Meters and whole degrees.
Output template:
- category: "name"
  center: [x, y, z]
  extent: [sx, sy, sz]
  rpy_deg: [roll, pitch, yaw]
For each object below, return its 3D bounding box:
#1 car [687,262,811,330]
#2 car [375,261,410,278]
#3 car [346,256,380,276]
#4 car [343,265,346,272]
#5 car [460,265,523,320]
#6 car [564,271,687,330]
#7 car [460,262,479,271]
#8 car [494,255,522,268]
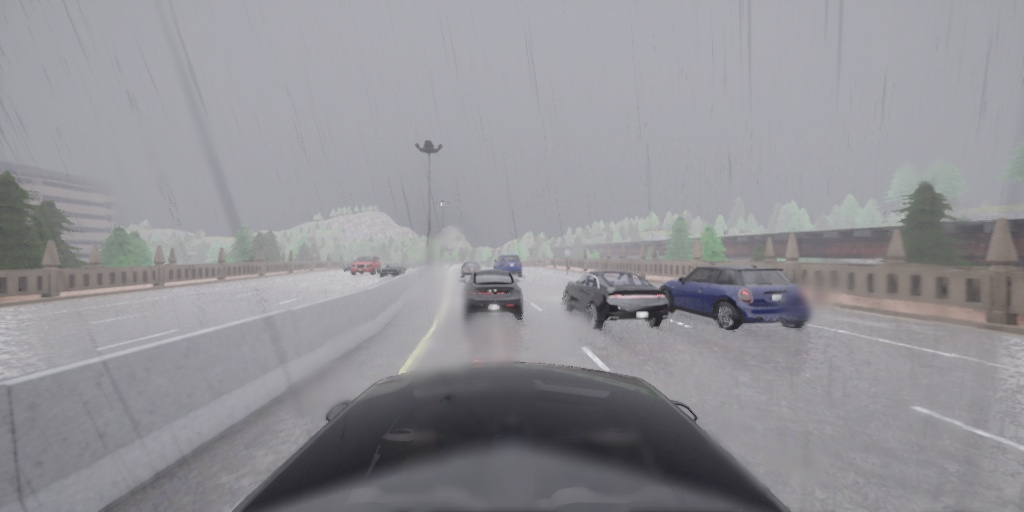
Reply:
- category: "car"
  center: [6.432, 1.053, 11.080]
  extent: [2.097, 1.767, 4.553]
  rpy_deg: [0, 0, -5]
- category: "car"
  center: [-11.158, 1.352, 33.810]
  extent: [1.895, 1.301, 4.718]
  rpy_deg: [0, 0, -9]
- category: "car"
  center: [-15.390, 0.988, 38.117]
  extent: [2.150, 2.045, 5.566]
  rpy_deg: [0, 0, -9]
- category: "car"
  center: [-20.204, 1.343, 46.202]
  extent: [1.994, 1.385, 4.181]
  rpy_deg: [0, 0, -9]
- category: "car"
  center: [-0.742, 1.238, 12.651]
  extent: [1.837, 1.490, 4.892]
  rpy_deg: [0, 0, -6]
- category: "car"
  center: [2.937, 1.209, 11.113]
  extent: [2.128, 1.511, 4.902]
  rpy_deg: [0, 0, -5]
- category: "car"
  center: [-3.807, 1.258, 33.415]
  extent: [2.033, 1.411, 5.357]
  rpy_deg: [0, 0, -9]
- category: "car"
  center: [-0.444, 0.912, 34.527]
  extent: [2.150, 2.045, 5.566]
  rpy_deg: [0, 0, -9]
